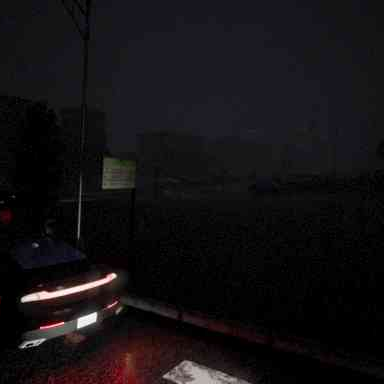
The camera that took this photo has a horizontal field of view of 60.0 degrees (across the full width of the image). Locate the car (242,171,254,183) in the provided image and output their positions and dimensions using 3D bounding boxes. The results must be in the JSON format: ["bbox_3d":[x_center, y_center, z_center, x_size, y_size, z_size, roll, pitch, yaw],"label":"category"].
[{"bbox_3d":[7.679,-2.479,58.300,5.008,1.535,2.097,2,5,30],"label":"car"}]

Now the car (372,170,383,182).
[{"bbox_3d":[34.437,-2.735,57.512,5.566,2.045,2.435,4,7,30],"label":"car"}]

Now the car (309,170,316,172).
[{"bbox_3d":[23.397,-3.791,71.482,4.892,1.521,2.231,2,6,30],"label":"car"}]

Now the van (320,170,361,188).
[{"bbox_3d":[20.506,-1.567,46.139,4.442,1.987,1.878,4,7,31],"label":"van"}]

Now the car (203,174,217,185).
[{"bbox_3d":[0.965,-2.033,52.558,4.553,1.767,2.185,2,6,30],"label":"car"}]

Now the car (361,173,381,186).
[{"bbox_3d":[25.097,-1.723,49.954,4.892,1.521,2.231,4,7,31],"label":"car"}]

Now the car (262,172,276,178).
[{"bbox_3d":[12.330,-2.852,61.985,5.366,1.575,1.946,2,5,30],"label":"car"}]

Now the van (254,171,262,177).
[{"bbox_3d":[9.822,-2.895,60.227,4.442,1.987,1.878,2,6,30],"label":"van"}]

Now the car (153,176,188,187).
[{"bbox_3d":[-3.548,-1.490,48.782,4.674,1.452,2.002,2,5,29],"label":"car"}]

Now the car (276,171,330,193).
[{"bbox_3d":[13.330,-1.039,40.625,5.566,2.045,2.435,4,7,31],"label":"car"}]

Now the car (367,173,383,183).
[{"bbox_3d":[32.098,-2.294,55.644,4.892,1.521,2.231,4,7,30],"label":"car"}]

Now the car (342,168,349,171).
[{"bbox_3d":[34.657,-4.688,80.851,5.008,1.535,2.097,2,6,30],"label":"car"}]

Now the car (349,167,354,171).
[{"bbox_3d":[36.903,-4.850,82.728,5.008,1.535,2.097,2,5,30],"label":"car"}]

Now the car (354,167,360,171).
[{"bbox_3d":[39.006,-5.017,84.686,5.366,1.575,1.946,2,5,30],"label":"car"}]

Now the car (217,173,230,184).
[{"bbox_3d":[3.162,-2.071,54.506,4.792,1.488,2.163,2,6,30],"label":"car"}]

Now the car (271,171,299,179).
[{"bbox_3d":[18.895,-3.419,67.737,5.008,1.535,2.097,2,5,30],"label":"car"}]

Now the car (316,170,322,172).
[{"bbox_3d":[25.646,-3.979,73.361,5.008,1.535,2.097,2,6,30],"label":"car"}]

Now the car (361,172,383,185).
[{"bbox_3d":[27.456,-1.883,51.835,4.792,1.488,2.163,4,7,31],"label":"car"}]

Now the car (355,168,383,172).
[{"bbox_3d":[29.796,-2.352,53.699,5.566,2.045,2.435,4,7,31],"label":"car"}]

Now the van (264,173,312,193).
[{"bbox_3d":[11.111,-0.819,38.702,4.442,1.987,1.878,4,7,31],"label":"van"}]

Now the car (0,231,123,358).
[{"bbox_3d":[-3.359,1.457,5.844,4.902,1.511,2.128,1,1,36],"label":"car"}]

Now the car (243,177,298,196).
[{"bbox_3d":[8.659,-0.415,36.932,5.008,1.535,2.097,4,7,31],"label":"car"}]

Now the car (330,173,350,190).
[{"bbox_3d":[18.029,-1.288,44.362,4.553,1.767,2.185,4,7,31],"label":"car"}]

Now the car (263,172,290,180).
[{"bbox_3d":[16.680,-3.200,65.835,4.792,1.488,2.163,2,5,30],"label":"car"}]

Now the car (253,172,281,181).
[{"bbox_3d":[14.405,-3.043,63.970,5.008,1.535,2.097,2,5,30],"label":"car"}]

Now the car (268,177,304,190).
[{"bbox_3d":[12.927,-1.266,45.926,1.812,1.442,4.674,-4,6,-34],"label":"car"}]

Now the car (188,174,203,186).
[{"bbox_3d":[-1.276,-1.690,50.673,4.792,1.488,2.163,2,5,29],"label":"car"}]

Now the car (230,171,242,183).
[{"bbox_3d":[5.458,-2.412,56.364,4.553,1.767,2.185,2,6,30],"label":"car"}]

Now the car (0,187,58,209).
[{"bbox_3d":[-12.390,0.354,25.451,2.128,1.511,4.902,2,4,17],"label":"car"}]
